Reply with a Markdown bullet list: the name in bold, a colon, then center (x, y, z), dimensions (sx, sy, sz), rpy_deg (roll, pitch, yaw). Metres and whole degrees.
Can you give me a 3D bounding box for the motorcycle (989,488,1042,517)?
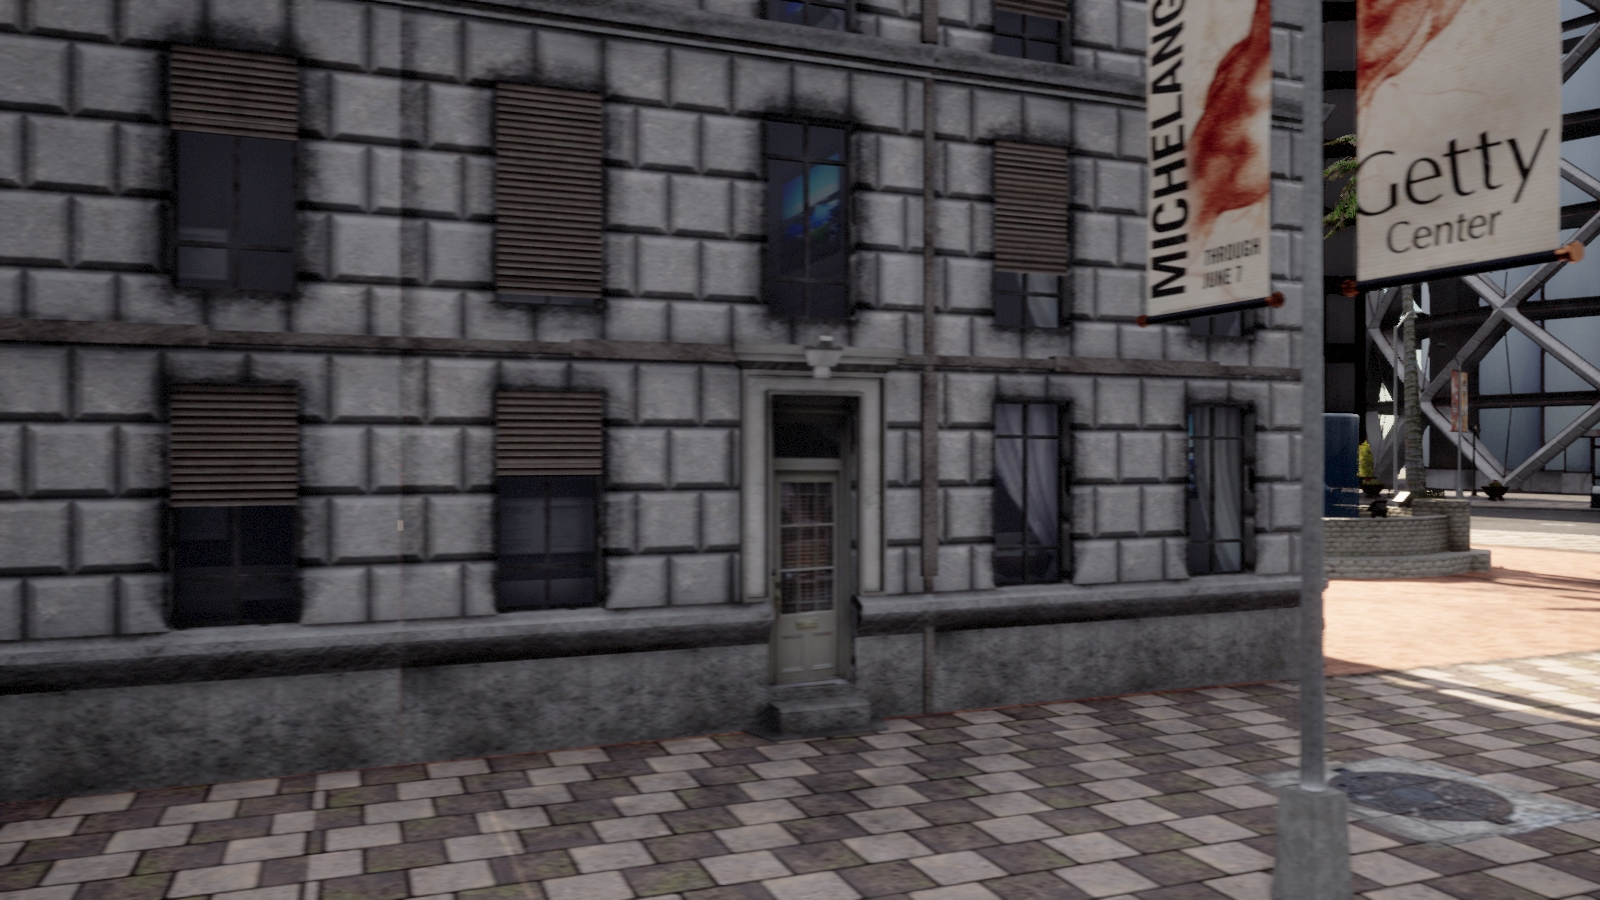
- **motorcycle**: center (9.100, 2.210, 48.203), dimensions (2.033, 1.145, 0.803), rpy_deg (0, 0, 34)
